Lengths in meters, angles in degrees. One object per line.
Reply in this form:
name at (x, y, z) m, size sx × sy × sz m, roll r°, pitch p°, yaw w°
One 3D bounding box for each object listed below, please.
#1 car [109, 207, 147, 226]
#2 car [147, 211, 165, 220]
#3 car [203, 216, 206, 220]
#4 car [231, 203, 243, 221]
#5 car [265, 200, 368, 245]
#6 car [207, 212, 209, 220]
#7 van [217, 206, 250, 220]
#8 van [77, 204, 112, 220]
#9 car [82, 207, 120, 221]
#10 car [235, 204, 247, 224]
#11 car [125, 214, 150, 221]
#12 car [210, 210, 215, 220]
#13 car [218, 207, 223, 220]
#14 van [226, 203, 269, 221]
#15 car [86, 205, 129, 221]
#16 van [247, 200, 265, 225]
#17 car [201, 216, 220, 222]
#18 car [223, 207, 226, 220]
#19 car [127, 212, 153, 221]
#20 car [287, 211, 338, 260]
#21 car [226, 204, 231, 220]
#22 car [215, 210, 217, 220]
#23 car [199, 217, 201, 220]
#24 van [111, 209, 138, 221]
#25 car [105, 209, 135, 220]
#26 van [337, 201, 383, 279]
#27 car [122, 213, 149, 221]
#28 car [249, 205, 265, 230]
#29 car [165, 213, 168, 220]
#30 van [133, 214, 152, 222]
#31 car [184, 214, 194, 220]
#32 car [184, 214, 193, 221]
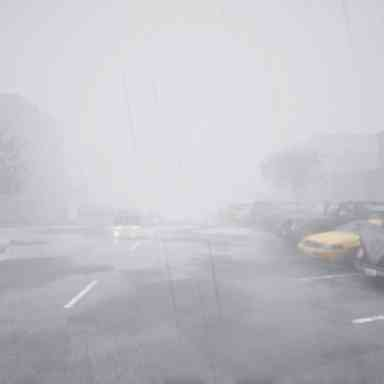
car at (-5.218, 2.065, 27.701) m, size 1.994 × 1.385 × 4.181 m, roll 0°, pitch -2°, yaw 0°
car at (-5.411, 3.340, 47.359) m, size 1.994 × 1.385 × 4.181 m, roll 0°, pitch -5°, yaw -1°
car at (5.796, 4.710, 67.189) m, size 5.566 × 2.045 × 2.435 m, roll 3°, pitch -6°, yaw -21°
car at (6.463, 2.045, 29.224) m, size 5.366 × 1.575 × 1.946 m, roll 2°, pitch -3°, yaw -20°
car at (6.362, 1.374, 14.515) m, size 5.566 × 2.045 × 2.435 m, roll 1°, pitch -1°, yaw -20°
car at (5.868, 4.423, 61.306) m, size 4.892 × 1.521 × 2.231 m, roll 3°, pitch -6°, yaw -21°
van at (6.169, 3.203, 49.676) m, size 4.442 × 1.987 × 1.878 m, roll 3°, pitch -5°, yaw -21°
van at (-11.522, 2.480, 40.001) m, size 4.442 × 1.987 × 1.878 m, roll 1°, pitch -4°, yaw -21°
car at (-11.700, 2.802, 42.926) m, size 4.553 × 1.767 × 2.185 m, roll 1°, pitch -5°, yaw -21°
car at (6.322, 1.920, 26.232) m, size 4.892 × 1.521 × 2.231 m, roll 2°, pitch -2°, yaw -20°
car at (-12.397, 5.836, 75.644) m, size 5.366 × 1.575 × 1.946 m, roll 1°, pitch -6°, yaw -21°
car at (6.022, 3.663, 52.540) m, size 5.008 × 1.535 × 2.097 m, roll 3°, pitch -5°, yaw -21°
car at (6.146, 2.766, 40.832) m, size 4.792 × 1.488 × 2.163 m, roll 2°, pitch -5°, yaw -21°
van at (6.319, 2.312, 37.978) m, size 4.442 × 1.987 × 1.878 m, roll 2°, pitch -4°, yaw -21°
car at (-11.688, 2.913, 45.947) m, size 5.566 × 2.045 × 2.435 m, roll 1°, pitch -5°, yaw -21°
van at (6.446, 1.593, 23.359) m, size 4.442 × 1.987 × 1.878 m, roll 2°, pitch -3°, yaw -20°
car at (5.166, 7.641, 93.414) m, size 4.892 × 1.521 × 2.231 m, roll 3°, pitch -7°, yaw -21°
car at (6.245, 2.349, 34.997) m, size 5.008 × 1.535 × 2.097 m, roll 2°, pitch -4°, yaw -21°
car at (-12.316, 5.895, 78.700) m, size 5.566 × 2.045 × 2.435 m, roll 1°, pitch -6°, yaw -21°
car at (6.222, 1.590, 11.522) m, size 5.366 × 1.575 × 1.946 m, roll 1°, pitch 0°, yaw -20°
car at (6.272, 2.186, 32.075) m, size 4.892 × 1.521 × 2.231 m, roll 2°, pitch -3°, yaw -20°
car at (6.103, 3.228, 46.687) m, size 4.674 × 1.452 × 2.002 m, roll 3°, pitch -5°, yaw -21°
car at (5.314, 7.015, 87.580) m, size 5.008 × 1.535 × 2.097 m, roll 3°, pitch -7°, yaw -21°
van at (-11.779, 3.936, 57.905) m, size 4.442 × 1.987 × 1.878 m, roll 1°, pitch -6°, yaw -21°
car at (-11.806, 3.776, 54.875) m, size 4.553 × 1.767 × 2.185 m, roll 1°, pitch -5°, yaw -21°
van at (6.298, 1.340, 8.609) m, size 4.442 × 1.987 × 1.878 m, roll 1°, pitch 0°, yaw -20°
car at (-11.928, 5.257, 69.824) m, size 5.366 × 1.575 × 1.946 m, roll 1°, pitch -6°, yaw -21°
car at (6.345, 1.733, 20.389) m, size 4.892 × 1.521 × 2.231 m, roll 1°, pitch -2°, yaw -20°
car at (-5.610, 4.683, 63.971) m, size 1.882 × 1.535 × 5.008 m, roll 0°, pitch -5°, yaw -1°
van at (-12.537, 6.541, 84.620) m, size 4.442 × 1.987 × 1.878 m, roll 1°, pitch -6°, yaw -21°
car at (-0.661, 5.142, 67.690) m, size 1.895 × 1.301 × 4.718 m, roll 0°, pitch -5°, yaw -1°
car at (-0.867, 5.878, 77.690) m, size 2.128 × 1.511 × 4.902 m, roll 0°, pitch -6°, yaw -1°
